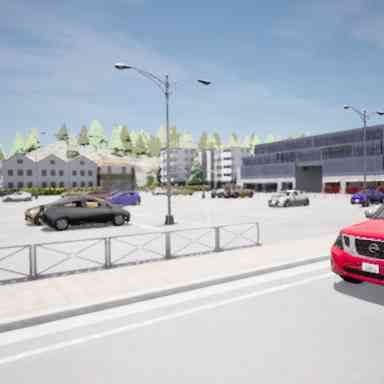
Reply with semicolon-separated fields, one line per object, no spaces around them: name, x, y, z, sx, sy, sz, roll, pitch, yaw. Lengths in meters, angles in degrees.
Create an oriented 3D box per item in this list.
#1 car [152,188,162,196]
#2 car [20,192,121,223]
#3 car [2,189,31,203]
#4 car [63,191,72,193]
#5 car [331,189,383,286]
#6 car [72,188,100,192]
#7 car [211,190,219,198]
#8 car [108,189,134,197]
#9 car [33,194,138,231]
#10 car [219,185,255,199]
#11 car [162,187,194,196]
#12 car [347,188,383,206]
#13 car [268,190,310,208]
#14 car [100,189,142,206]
car;-5.862;-0.042;65.223;3.806;1.475;1.970;-2;1;-33
car;-7.190;1.035;19.852;5.027;1.636;2.152;-2;1;-33
car;-25.623;0.771;48.727;3.806;1.475;1.970;-2;1;-33
car;-18.495;0.290;53.302;4.605;1.855;1.932;-2;1;-33
car;5.581;0.966;7.591;5.566;2.045;2.150;-2;1;-33
car;-12.405;0.616;42.415;4.514;1.523;2.007;-2;1;-33
car;4.721;-0.040;49.185;3.866;1.878;1.905;-2;1;-33
car;-13.773;0.173;64.533;4.514;1.523;2.007;-2;1;-33
car;-5.462;1.070;17.234;4.514;1.523;2.007;-2;1;-33
car;6.629;-0.005;46.955;4.605;1.855;1.932;-2;1;-33
car;-2.146;-0.074;59.980;5.027;1.636;2.152;-2;1;-33
car;16.494;0.435;31.209;3.633;1.501;1.845;-2;1;-33
car;8.635;0.610;29.742;3.806;1.475;1.970;-2;1;-33
car;-7.076;0.725;33.962;3.633;1.501;1.845;-2;1;-33
